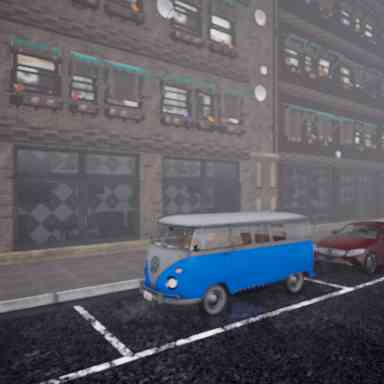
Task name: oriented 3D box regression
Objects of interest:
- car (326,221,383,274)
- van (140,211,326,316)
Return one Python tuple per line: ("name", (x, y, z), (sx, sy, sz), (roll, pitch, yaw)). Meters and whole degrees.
("car", (5.553, 1.599, 10.528), (4.206, 1.307, 1.802), (0, 0, -36))
("van", (0.917, 1.348, 7.218), (3.998, 1.788, 1.690), (0, 0, -36))
